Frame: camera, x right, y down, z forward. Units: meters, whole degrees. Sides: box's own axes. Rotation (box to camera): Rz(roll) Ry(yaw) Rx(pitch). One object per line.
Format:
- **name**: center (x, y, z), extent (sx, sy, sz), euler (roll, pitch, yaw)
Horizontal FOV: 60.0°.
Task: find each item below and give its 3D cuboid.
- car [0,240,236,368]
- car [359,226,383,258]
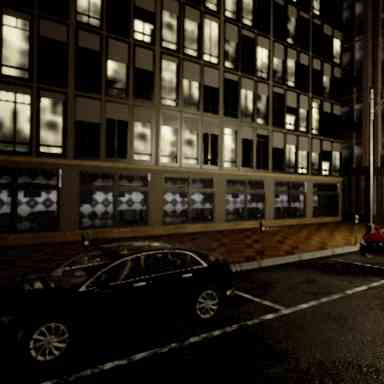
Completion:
- **car**: center (-1.212, 1.572, 5.689), extent (4.403, 1.369, 2.008), euler (1, 0, -35)
- **car**: center (7.811, 1.703, 12.117), extent (4.206, 1.307, 1.802), euler (1, 0, -35)
